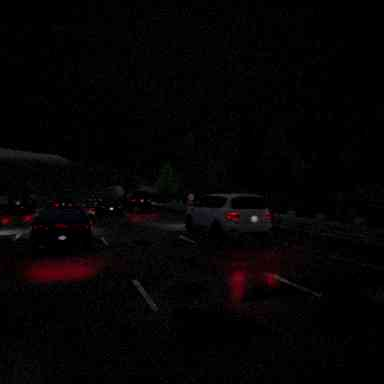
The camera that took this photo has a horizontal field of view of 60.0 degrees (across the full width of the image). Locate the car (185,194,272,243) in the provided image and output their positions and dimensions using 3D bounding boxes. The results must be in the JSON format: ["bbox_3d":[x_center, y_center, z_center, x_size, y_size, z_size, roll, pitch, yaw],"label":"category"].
[{"bbox_3d":[1.472,1.087,15.514,2.150,2.045,5.566,1,0,-21],"label":"car"}]

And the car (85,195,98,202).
[{"bbox_3d":[-12.214,1.156,41.416,2.128,1.511,4.902,1,0,-21],"label":"car"}]

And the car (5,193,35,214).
[{"bbox_3d":[-15.138,0.970,29.499,2.097,1.767,4.553,1,0,-21],"label":"car"}]

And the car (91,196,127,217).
[{"bbox_3d":[-7.001,1.284,27.825,1.994,1.385,4.181,1,0,-21],"label":"car"}]

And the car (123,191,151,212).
[{"bbox_3d":[-5.752,0.960,34.349,2.150,2.045,5.566,1,0,-21],"label":"car"}]

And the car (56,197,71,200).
[{"bbox_3d":[-12.162,1.204,31.505,2.033,1.411,5.357,1,0,-21],"label":"car"}]

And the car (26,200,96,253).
[{"bbox_3d":[-4.974,1.262,12.767,1.882,1.535,5.008,1,0,-21],"label":"car"}]
